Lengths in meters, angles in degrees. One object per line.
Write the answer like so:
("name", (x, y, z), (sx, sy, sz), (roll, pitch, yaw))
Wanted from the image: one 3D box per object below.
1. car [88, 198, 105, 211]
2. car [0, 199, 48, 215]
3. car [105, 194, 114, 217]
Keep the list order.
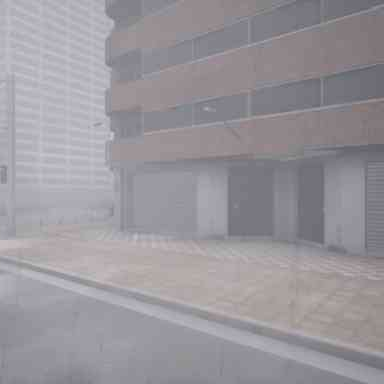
("car", (-10.451, 1.505, 40.889), (1.837, 1.490, 4.892), (0, 0, 37))
("car", (-16.698, 1.505, 32.633), (1.837, 1.490, 4.892), (0, 0, 37))
("car", (-5.150, 1.352, 30.173), (2.097, 1.767, 4.553), (0, 0, 37))
